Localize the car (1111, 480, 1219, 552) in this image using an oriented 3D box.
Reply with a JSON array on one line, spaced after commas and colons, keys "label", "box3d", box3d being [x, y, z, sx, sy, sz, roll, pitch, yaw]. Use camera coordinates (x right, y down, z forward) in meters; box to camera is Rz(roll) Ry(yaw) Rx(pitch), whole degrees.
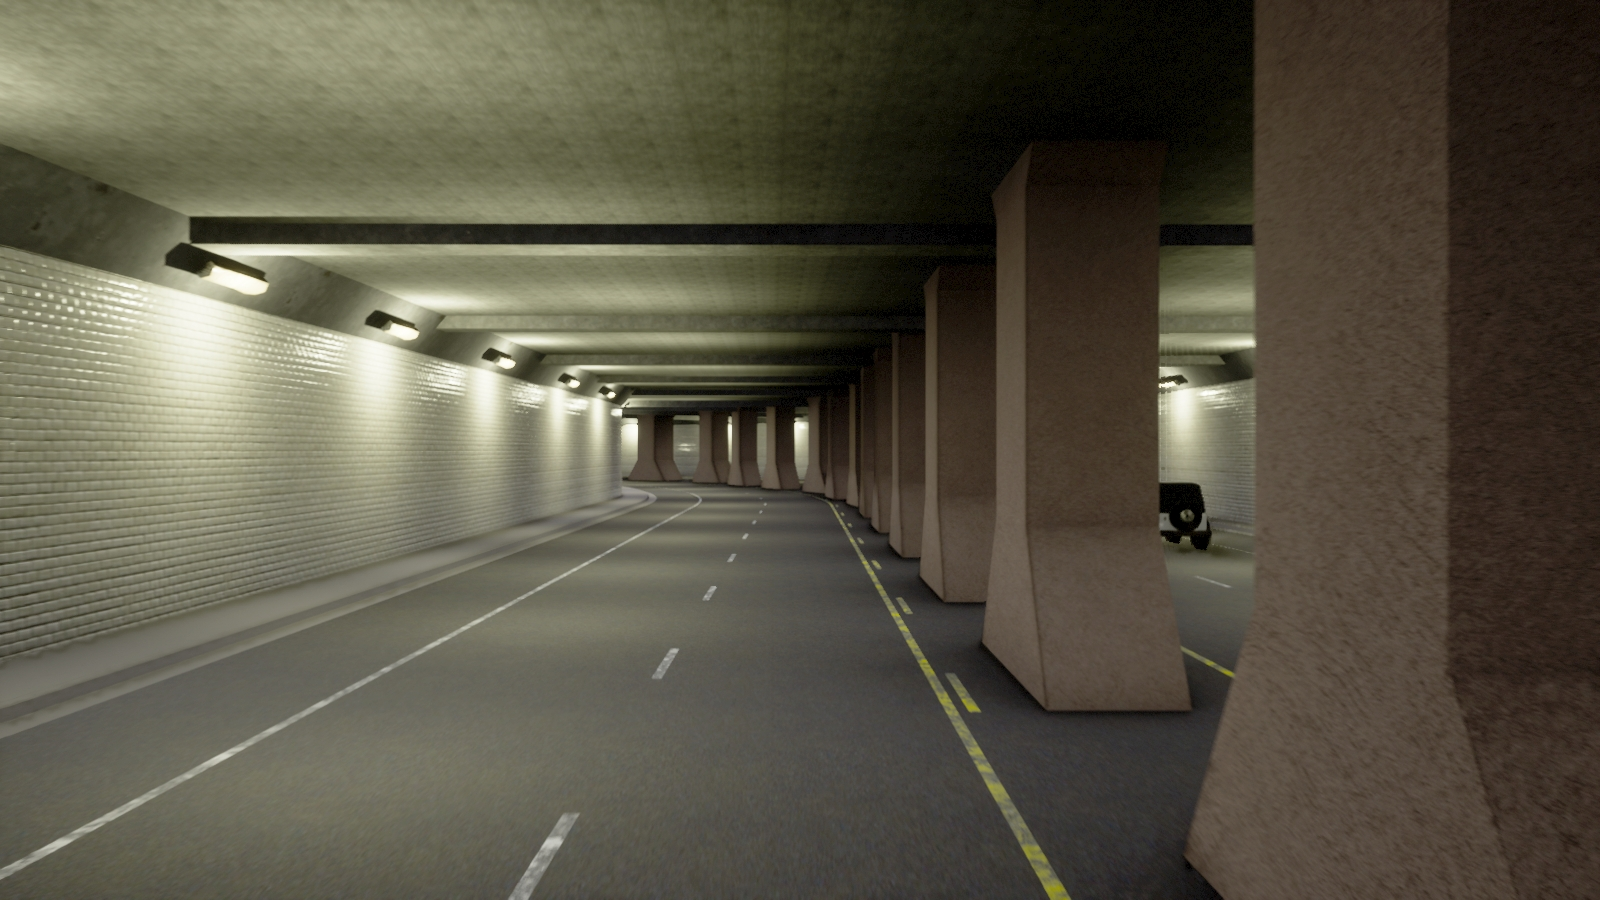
[{"label": "car", "box3d": [10.489, 1.857, 33.122, 1.905, 1.878, 3.866, 0, 0, 0]}]
